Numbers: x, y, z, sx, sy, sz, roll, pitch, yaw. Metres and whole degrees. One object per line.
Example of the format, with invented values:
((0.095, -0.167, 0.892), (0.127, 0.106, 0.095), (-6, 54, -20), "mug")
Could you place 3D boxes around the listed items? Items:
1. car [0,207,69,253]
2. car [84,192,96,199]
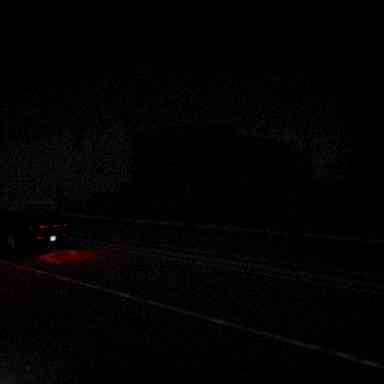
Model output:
((-6.811, 1.344, 13.078), (4.892, 1.490, 1.837), (1, 0, 36), "car")
((-19.553, 0.800, 67.600), (1.882, 1.535, 5.008), (1, 1, 36), "car")
